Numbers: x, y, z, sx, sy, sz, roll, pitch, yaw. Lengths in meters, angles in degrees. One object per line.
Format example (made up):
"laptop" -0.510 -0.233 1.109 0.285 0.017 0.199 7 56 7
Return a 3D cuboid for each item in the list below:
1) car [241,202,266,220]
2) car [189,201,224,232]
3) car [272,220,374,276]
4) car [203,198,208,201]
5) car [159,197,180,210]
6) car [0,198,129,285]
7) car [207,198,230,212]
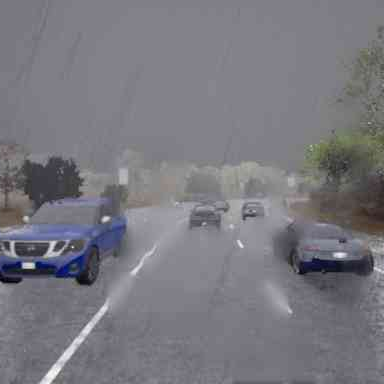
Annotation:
"car" 5.158 1.553 28.165 2.033 1.411 5.357 0 0 7
"car" 0.883 1.504 20.433 1.837 1.490 4.892 0 0 4
"car" 3.825 1.567 10.430 1.994 1.385 4.181 0 0 2
"car" 2.611 1.598 51.479 1.895 1.301 4.718 0 0 16
"car" -2.908 1.493 43.851 1.837 1.490 4.892 0 0 13
"car" -3.405 1.217 9.872 2.150 2.045 5.566 0 0 2
"car" 3.293 1.566 38.380 1.994 1.385 4.181 0 0 10
